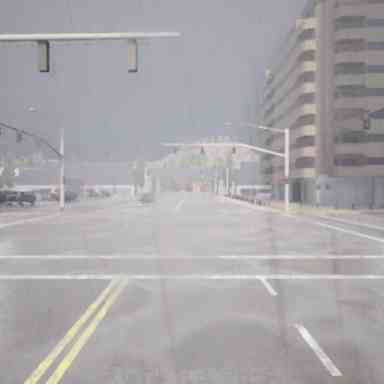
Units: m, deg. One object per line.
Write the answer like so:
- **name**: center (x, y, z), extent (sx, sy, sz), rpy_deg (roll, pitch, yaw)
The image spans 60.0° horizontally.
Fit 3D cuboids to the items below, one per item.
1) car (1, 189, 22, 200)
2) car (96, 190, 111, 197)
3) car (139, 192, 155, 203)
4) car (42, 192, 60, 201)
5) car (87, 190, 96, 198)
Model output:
- **car**: center (-43.546, 0.384, 80.342), extent (1.905, 1.878, 3.866), rpy_deg (0, 1, 0)
- **car**: center (-21.028, 0.383, 80.240), extent (1.932, 1.855, 4.605), rpy_deg (0, 1, 0)
- **car**: center (-6.987, 0.848, 52.091), extent (2.097, 1.767, 4.553), rpy_deg (0, 0, 0)
- **car**: center (-26.694, 0.792, 62.851), extent (1.970, 1.475, 3.806), rpy_deg (0, 1, 0)
- **car**: center (-23.922, 0.385, 80.305), extent (1.905, 1.878, 3.866), rpy_deg (0, 1, 0)
